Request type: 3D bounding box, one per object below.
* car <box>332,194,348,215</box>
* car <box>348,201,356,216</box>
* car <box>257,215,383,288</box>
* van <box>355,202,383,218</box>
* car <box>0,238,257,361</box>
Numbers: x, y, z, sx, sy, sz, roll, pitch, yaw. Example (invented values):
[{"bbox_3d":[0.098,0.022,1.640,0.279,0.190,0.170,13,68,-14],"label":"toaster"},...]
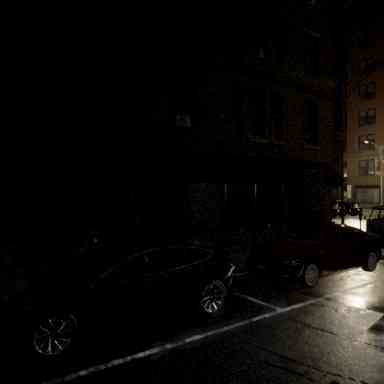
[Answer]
[{"bbox_3d":[10.475,1.206,29.742,2.150,2.045,5.566,0,0,-36],"label":"car"},{"bbox_3d":[13.111,1.218,31.641,2.150,2.045,5.566,0,0,-36],"label":"car"},{"bbox_3d":[3.490,1.544,9.211,4.507,1.381,1.887,0,0,-35],"label":"car"},{"bbox_3d":[8.113,1.338,12.477,3.998,1.788,1.690,0,0,-35],"label":"van"},{"bbox_3d":[-1.132,1.566,5.944,4.313,1.339,1.947,0,0,-35],"label":"car"}]
